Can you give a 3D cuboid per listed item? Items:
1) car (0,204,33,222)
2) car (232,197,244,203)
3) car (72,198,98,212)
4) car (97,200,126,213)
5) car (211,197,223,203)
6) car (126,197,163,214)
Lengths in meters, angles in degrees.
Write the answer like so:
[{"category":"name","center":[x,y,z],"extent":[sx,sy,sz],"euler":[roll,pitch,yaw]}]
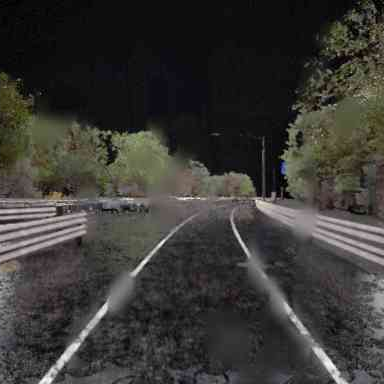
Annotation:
[{"category":"car","center":[-10.276,1.279,17.156],"extent":[1.994,1.385,4.181],"euler":[0,-1,17]},{"category":"car","center":[12.302,2.239,91.057],"extent":[1.837,1.490,4.892],"euler":[0,-1,17]},{"category":"car","center":[-11.372,1.444,37.368],"extent":[1.837,1.490,4.892],"euler":[0,-1,17]},{"category":"car","center":[-8.043,1.512,36.291],"extent":[1.994,1.385,4.181],"euler":[0,-1,17]},{"category":"car","center":[6.453,2.153,83.863],"extent":[2.033,1.411,5.357],"euler":[0,-1,17]},{"category":"car","center":[-4.698,1.353,35.151],"extent":[2.097,1.767,4.553],"euler":[2,0,17]}]
